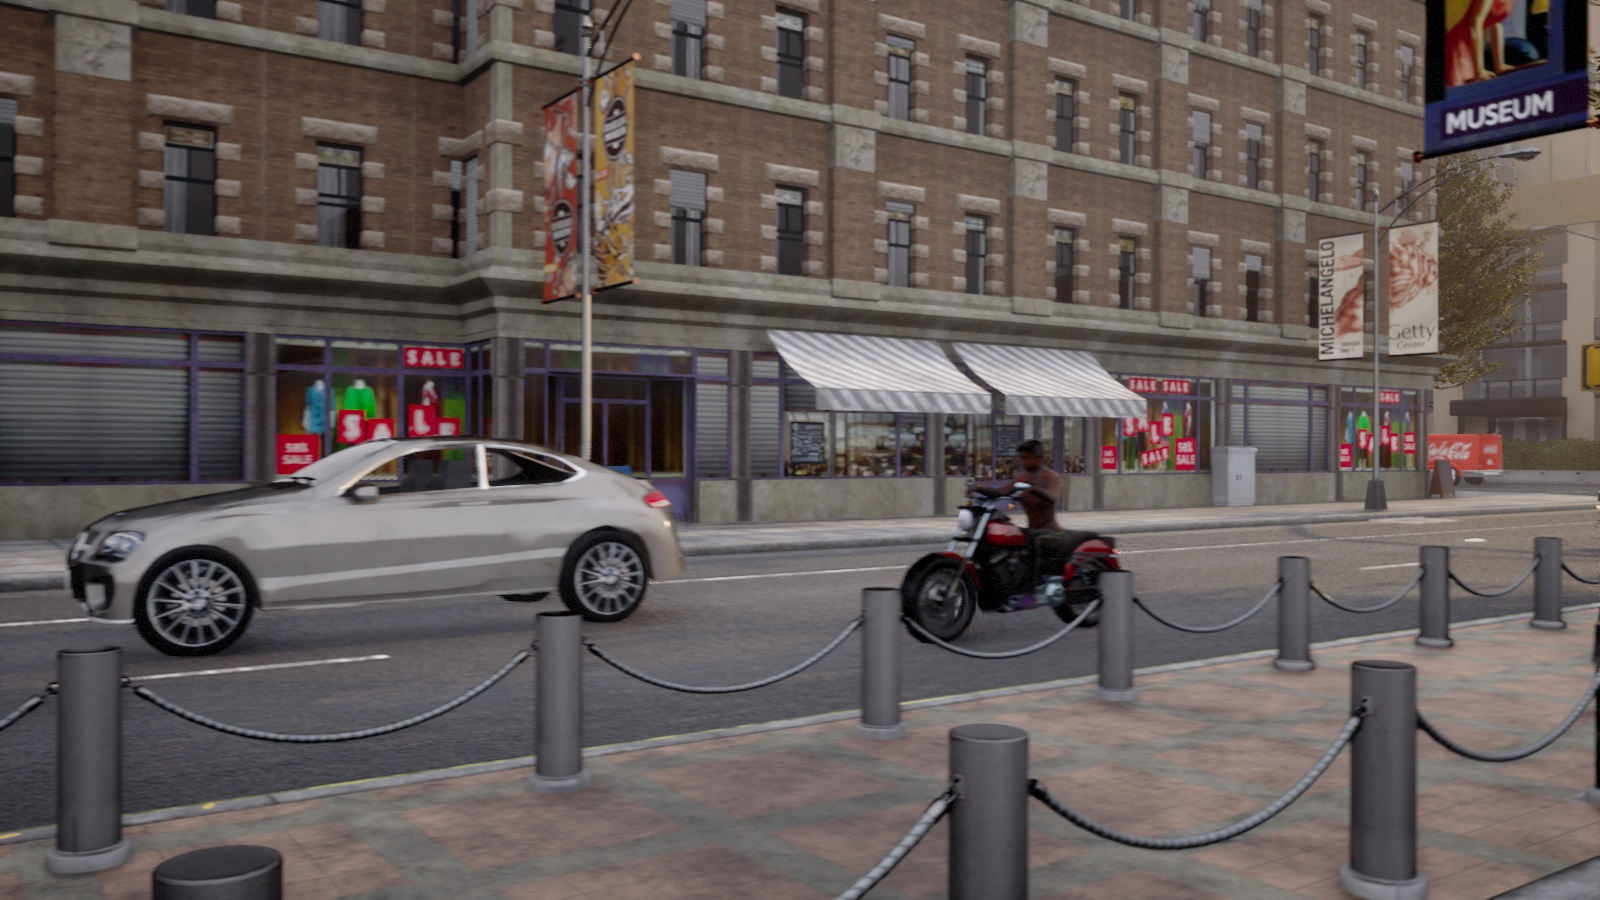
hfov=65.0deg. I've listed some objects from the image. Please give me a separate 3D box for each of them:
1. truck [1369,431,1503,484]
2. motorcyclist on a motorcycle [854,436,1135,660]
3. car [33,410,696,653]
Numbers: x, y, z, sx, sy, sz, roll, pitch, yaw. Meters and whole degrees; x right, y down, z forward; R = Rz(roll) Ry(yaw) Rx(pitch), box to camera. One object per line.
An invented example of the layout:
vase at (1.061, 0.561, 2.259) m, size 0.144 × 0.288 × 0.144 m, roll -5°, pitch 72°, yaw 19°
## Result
truck at (30.978, 0.343, 61.292) m, size 2.627 × 2.467 × 5.204 m, roll 0°, pitch 0°, yaw -35°
motorcyclist on a motorcycle at (1.616, 0.717, 10.202) m, size 2.350 × 1.649 × 0.766 m, roll 0°, pitch 0°, yaw -34°
car at (-3.630, 0.558, 10.871) m, size 5.027 × 1.651 × 2.152 m, roll 0°, pitch 0°, yaw -35°
